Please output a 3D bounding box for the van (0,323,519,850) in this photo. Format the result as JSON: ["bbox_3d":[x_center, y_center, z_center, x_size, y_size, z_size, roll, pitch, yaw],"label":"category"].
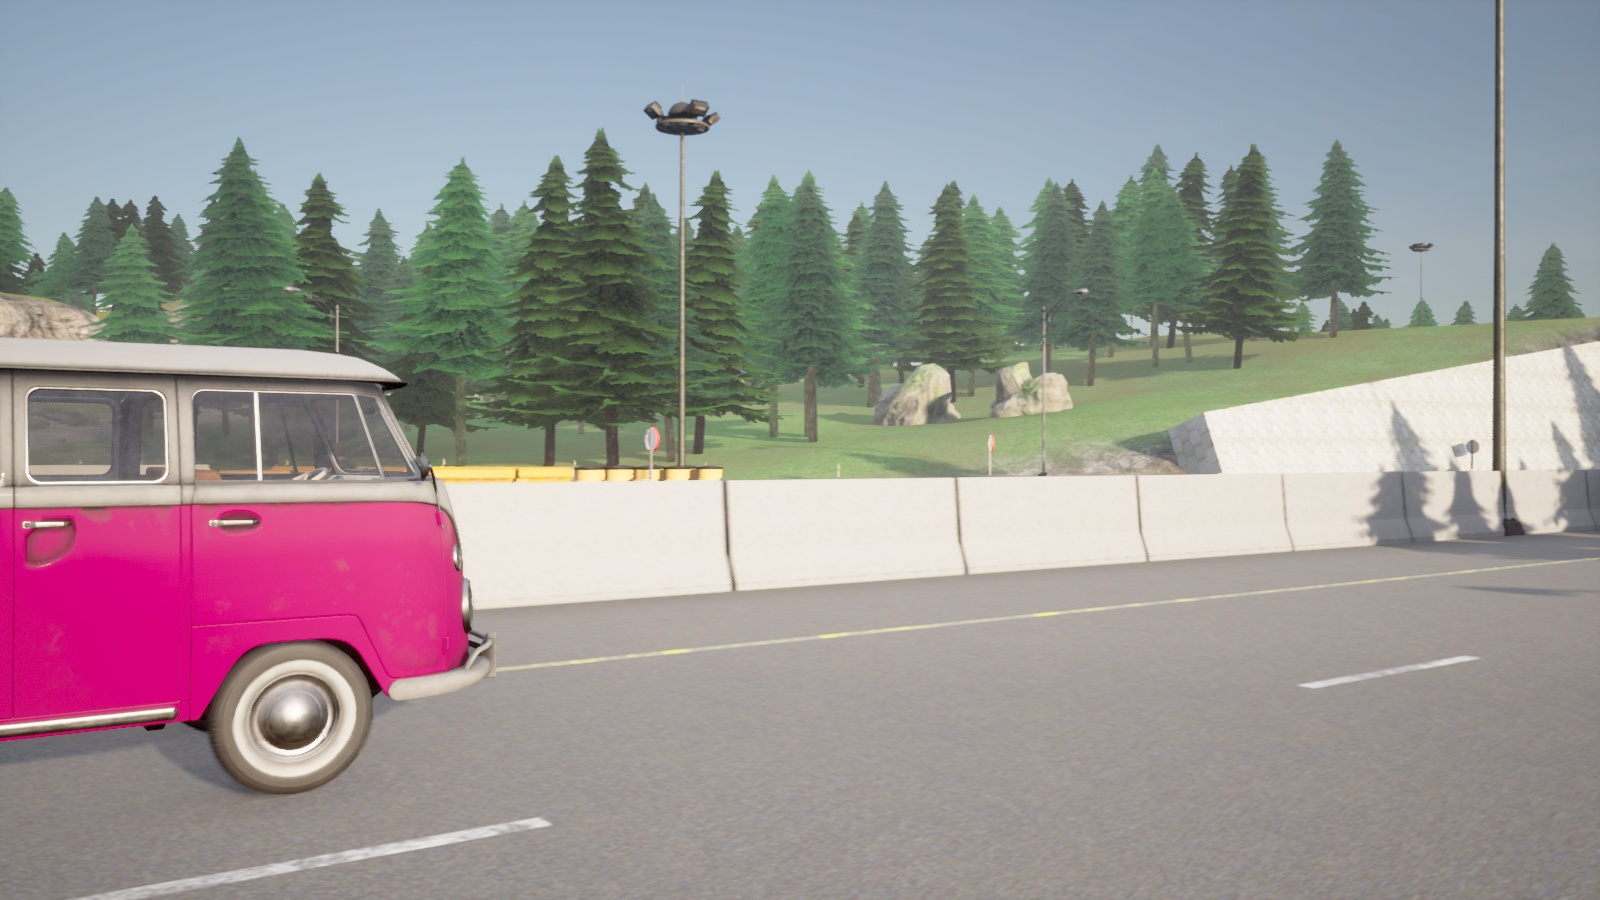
[{"bbox_3d":[-3.655,0.518,5.380,4.442,1.987,1.775,0,0,-35],"label":"van"}]
